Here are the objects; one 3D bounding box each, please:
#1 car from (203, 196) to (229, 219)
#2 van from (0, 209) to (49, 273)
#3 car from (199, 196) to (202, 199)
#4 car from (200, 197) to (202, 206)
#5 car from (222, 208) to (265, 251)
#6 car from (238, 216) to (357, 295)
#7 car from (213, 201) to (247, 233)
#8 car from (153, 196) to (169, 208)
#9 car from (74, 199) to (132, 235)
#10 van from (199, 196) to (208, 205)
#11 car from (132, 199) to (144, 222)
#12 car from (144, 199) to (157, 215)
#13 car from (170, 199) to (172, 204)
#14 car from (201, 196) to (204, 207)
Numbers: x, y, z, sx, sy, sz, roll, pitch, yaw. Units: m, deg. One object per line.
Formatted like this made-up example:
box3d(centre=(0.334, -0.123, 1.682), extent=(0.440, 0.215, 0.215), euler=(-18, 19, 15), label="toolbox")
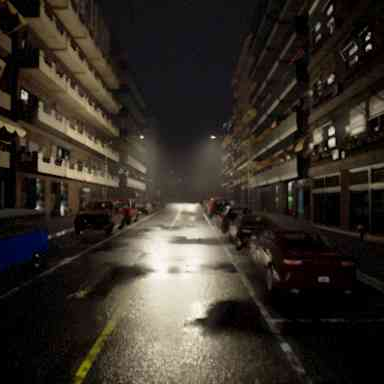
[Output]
box3d(centre=(2.513, 1.466, 30.847), extent=(2.192, 1.841, 5.009), euler=(1, 0, 0), label="car")
box3d(centre=(-5.304, 1.381, 8.774), extent=(1.690, 1.788, 3.998), euler=(1, 0, 0), label="van")
box3d(centre=(2.466, 1.687, 64.035), extent=(2.192, 1.841, 5.009), euler=(1, 0, 0), label="car")
box3d(centre=(2.476, 1.872, 52.971), extent=(1.802, 1.307, 4.206), euler=(1, 0, 0), label="car")
box3d(centre=(2.565, 1.610, 14.252), extent=(1.887, 1.381, 4.507), euler=(1, 0, 0), label="car")
box3d(centre=(2.572, 1.583, 8.722), extent=(1.887, 1.381, 4.507), euler=(1, 0, 0), label="car")
box3d(centre=(2.567, 1.533, 19.785), extent=(1.967, 1.590, 4.097), euler=(1, 0, 0), label="car")
box3d(centre=(-5.365, 1.607, 53.017), extent=(2.192, 1.841, 5.009), euler=(1, 0, 0), label="car")
box3d(centre=(-5.318, 1.409, 19.835), extent=(2.192, 1.841, 5.009), euler=(1, 0, 0), label="car")
box3d(centre=(2.458, 1.757, 69.566), extent=(1.690, 1.788, 3.998), euler=(1, 0, 0), label="van")
box3d(centre=(-5.325, 1.437, 25.364), extent=(2.192, 1.841, 5.009), euler=(1, 0, 0), label="car")
box3d(centre=(-5.347, 1.750, 36.426), extent=(1.947, 1.339, 4.313), euler=(1, 0, 0), label="car")
box3d(centre=(-5.402, 2.044, 75.139), extent=(1.802, 1.307, 4.206), euler=(1, 0, 0), label="car")
box3d(centre=(2.494, 1.657, 41.909), extent=(1.967, 1.590, 4.097), euler=(1, 0, 0), label="car")
